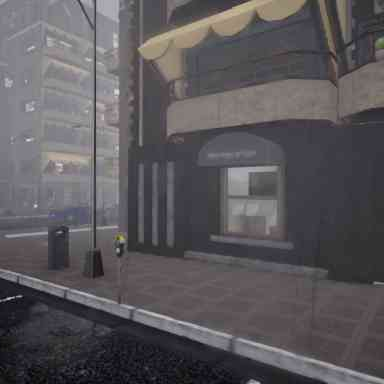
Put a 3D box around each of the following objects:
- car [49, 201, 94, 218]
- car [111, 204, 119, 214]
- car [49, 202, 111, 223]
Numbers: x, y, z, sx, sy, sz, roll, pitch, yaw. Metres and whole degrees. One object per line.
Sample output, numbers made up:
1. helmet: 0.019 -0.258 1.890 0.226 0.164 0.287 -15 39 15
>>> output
1. car: -12.752 1.821 35.326 1.967 1.590 4.097 -1 -1 35
2. car: -9.465 2.063 39.947 1.802 1.307 4.206 -1 -1 35
3. car: -9.971 1.833 29.277 1.882 1.535 5.008 0 -1 35
